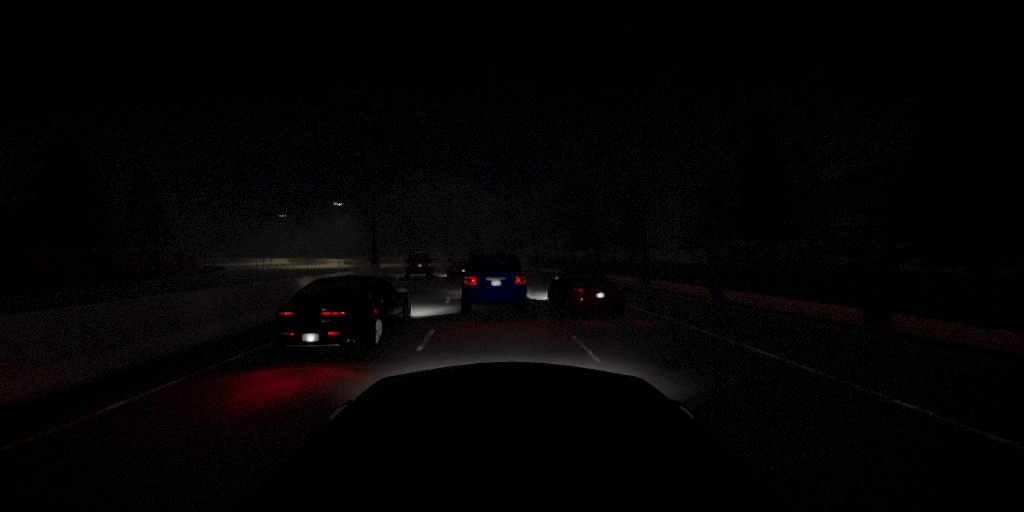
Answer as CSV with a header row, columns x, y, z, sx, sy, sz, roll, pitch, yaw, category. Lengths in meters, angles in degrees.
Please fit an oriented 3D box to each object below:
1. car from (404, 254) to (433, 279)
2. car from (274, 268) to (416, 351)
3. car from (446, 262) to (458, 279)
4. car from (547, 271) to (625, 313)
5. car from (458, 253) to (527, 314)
x,y,z,sx,sy,sz,roll,pitch,yaw,category
-8.021,0.847,30.796,2.150,2.045,5.566,0,0,-17,car
-3.873,1.230,8.974,1.837,1.490,4.892,0,0,-4,car
-4.564,1.176,31.216,1.994,1.385,4.181,0,0,-17,car
2.667,1.243,13.687,1.994,1.385,4.181,0,0,-6,car
-0.800,0.912,13.665,2.150,2.045,5.566,0,0,-7,car
